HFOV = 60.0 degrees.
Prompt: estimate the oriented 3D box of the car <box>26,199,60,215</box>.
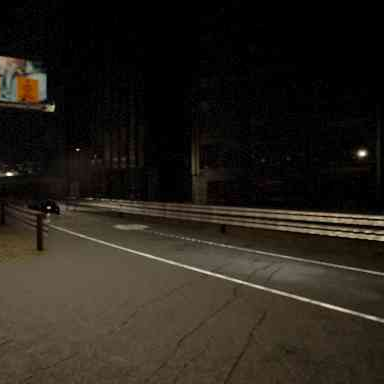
[{"bbox_3d":[-13.128,1.276,29.072,1.994,1.385,4.181,0,1,-39],"label":"car"}]
